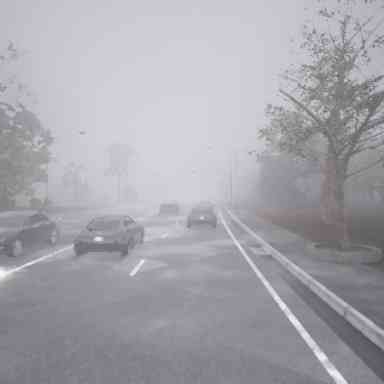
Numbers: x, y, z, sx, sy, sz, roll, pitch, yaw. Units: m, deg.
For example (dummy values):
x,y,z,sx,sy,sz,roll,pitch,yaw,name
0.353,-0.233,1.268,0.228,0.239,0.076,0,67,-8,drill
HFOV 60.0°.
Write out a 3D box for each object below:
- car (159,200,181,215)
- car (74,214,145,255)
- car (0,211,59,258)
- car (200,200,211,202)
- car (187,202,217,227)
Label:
x,y,z,sx,sy,sz,roll,pitch,yaw,name
-2.216,1.549,34.561,1.882,1.535,5.008,0,0,3,car
-3.159,1.590,13.430,1.994,1.385,4.181,0,0,1,car
-6.878,1.527,12.965,1.837,1.490,4.892,0,0,2,car
1.563,1.648,39.098,1.994,1.385,4.181,0,0,3,car
0.698,1.613,23.056,1.994,1.385,4.181,0,0,2,car
